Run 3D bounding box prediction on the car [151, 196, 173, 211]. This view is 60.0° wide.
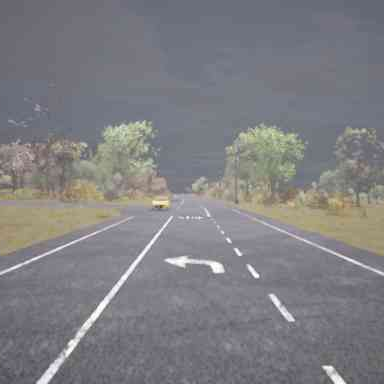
[{"bbox_3d":[-3.575,1.271,38.480,1.882,1.535,5.008,2,1,0],"label":"car"}]

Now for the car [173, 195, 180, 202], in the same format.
[{"bbox_3d":[-3.890,1.553,79.369,1.812,1.442,4.674,0,0,-1],"label":"car"}]
